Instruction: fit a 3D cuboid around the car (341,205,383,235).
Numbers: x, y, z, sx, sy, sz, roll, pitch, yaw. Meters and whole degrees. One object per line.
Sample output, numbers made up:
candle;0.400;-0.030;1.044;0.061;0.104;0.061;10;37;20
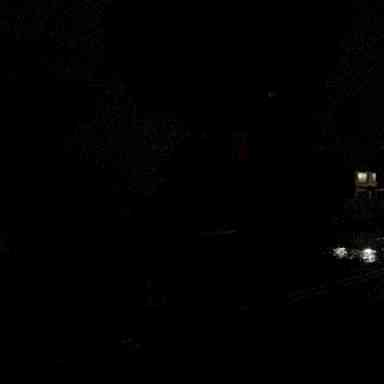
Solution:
car;10.571;1.501;19.214;5.008;1.535;1.882;0;0;-36
